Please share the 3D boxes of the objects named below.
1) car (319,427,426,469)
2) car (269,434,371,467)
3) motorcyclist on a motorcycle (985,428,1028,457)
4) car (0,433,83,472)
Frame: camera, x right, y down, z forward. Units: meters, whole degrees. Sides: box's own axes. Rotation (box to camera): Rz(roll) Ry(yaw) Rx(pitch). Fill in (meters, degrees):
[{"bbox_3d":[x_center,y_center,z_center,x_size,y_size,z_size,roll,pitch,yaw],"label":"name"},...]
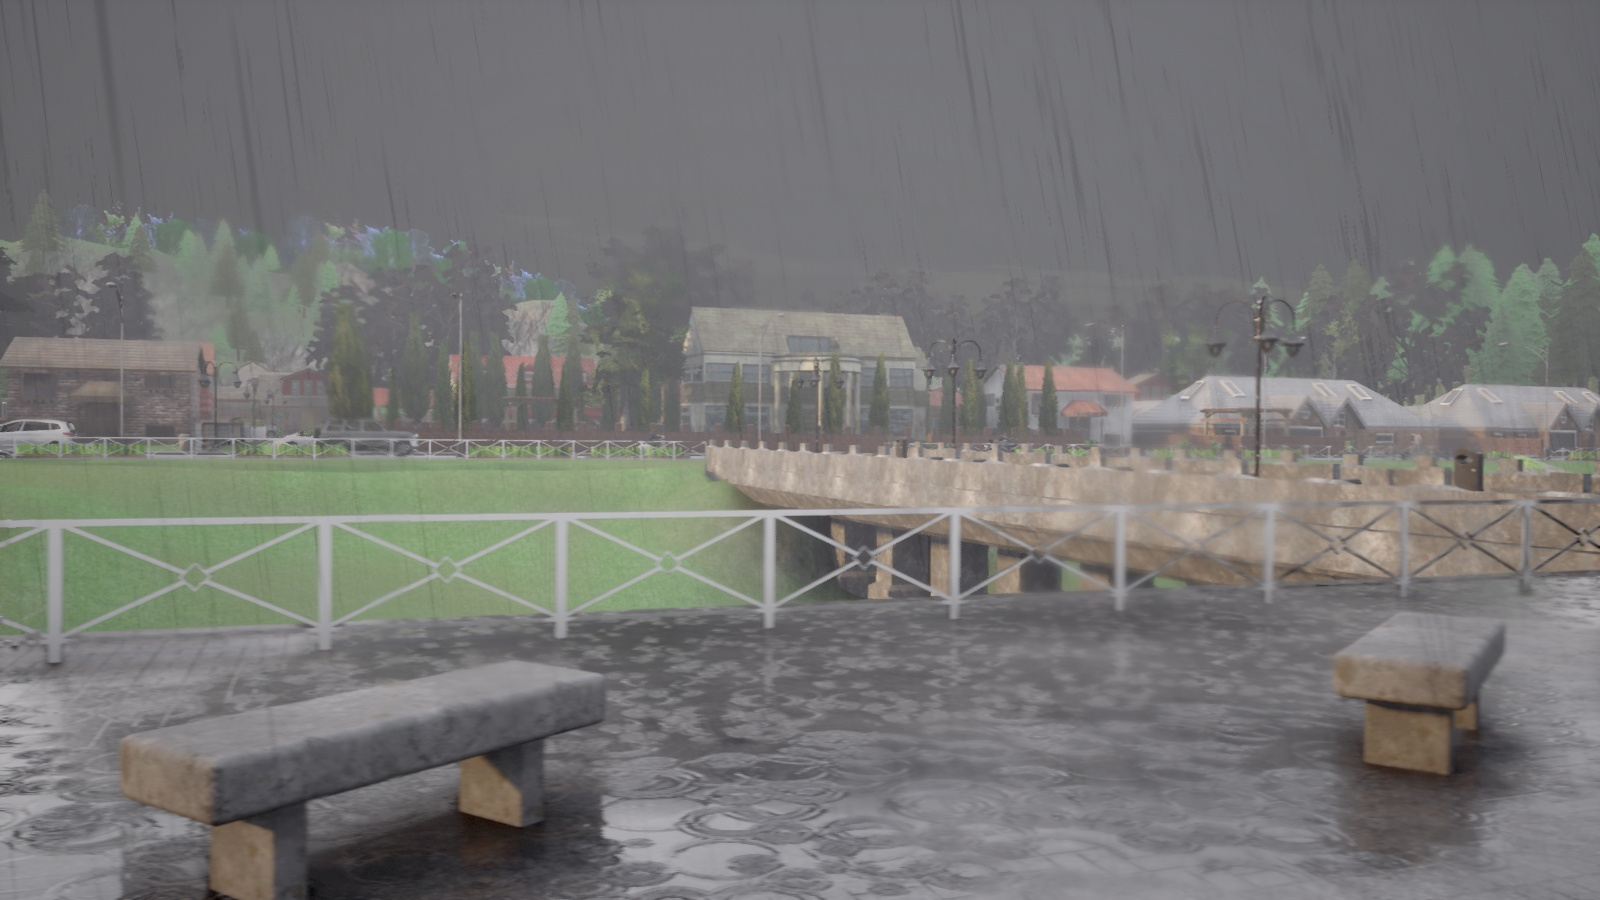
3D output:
[{"bbox_3d":[-19.730,-0.115,57.983,4.605,1.855,1.932,-1,1,-21],"label":"car"},{"bbox_3d":[-23.244,0.005,60.930,4.514,1.525,2.007,-1,1,-21],"label":"car"},{"bbox_3d":[11.484,-0.427,69.828,2.191,1.530,0.866,-1,1,-21],"label":"motorcyclist on a motorcycle"},{"bbox_3d":[-35.062,0.103,56.445,4.611,1.667,2.242,-1,1,-21],"label":"car"}]
